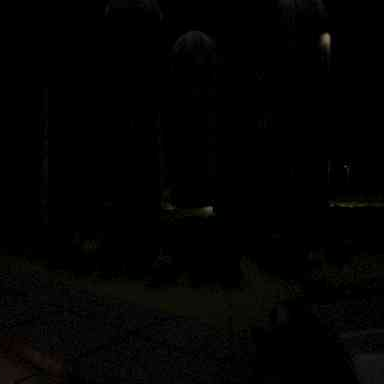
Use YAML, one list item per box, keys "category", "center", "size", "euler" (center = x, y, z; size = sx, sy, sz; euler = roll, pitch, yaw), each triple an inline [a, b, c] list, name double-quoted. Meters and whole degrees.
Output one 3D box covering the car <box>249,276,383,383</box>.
- category: "car"
  center: [2.591, 1.193, 2.850]
  size: [3.866, 1.878, 1.905]
  euler: [-1, 6, -7]
